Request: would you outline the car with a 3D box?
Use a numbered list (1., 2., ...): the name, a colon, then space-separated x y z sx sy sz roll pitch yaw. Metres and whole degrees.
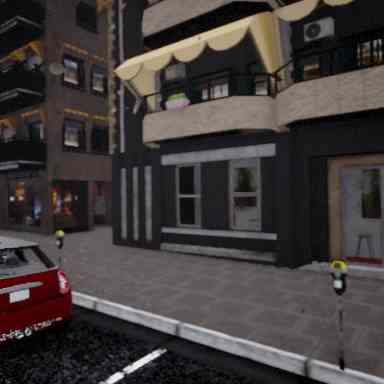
1. car: -3.947 1.458 5.708 4.097 1.590 1.967 0 -1 36
